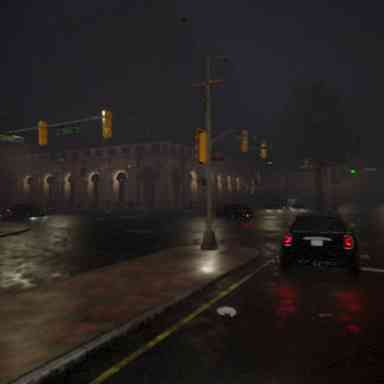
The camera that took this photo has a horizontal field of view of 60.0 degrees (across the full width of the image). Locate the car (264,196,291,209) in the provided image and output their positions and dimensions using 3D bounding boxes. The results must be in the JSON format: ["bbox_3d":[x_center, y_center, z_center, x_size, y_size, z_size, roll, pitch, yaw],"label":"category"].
[{"bbox_3d":[13.748,1.650,53.138,2.150,2.045,5.566,-1,-1,28],"label":"car"}]

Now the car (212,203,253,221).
[{"bbox_3d":[3.604,1.791,30.411,1.837,1.490,4.892,1,-1,-28],"label":"car"}]

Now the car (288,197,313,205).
[{"bbox_3d":[16.867,1.930,51.541,2.033,1.411,5.357,-1,-1,28],"label":"car"}]

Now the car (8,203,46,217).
[{"bbox_3d":[-19.198,2.094,38.634,4.892,1.490,1.837,-1,-1,28],"label":"car"}]

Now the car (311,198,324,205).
[{"bbox_3d":[26.228,2.032,69.252,1.994,1.385,4.181,-1,-1,28],"label":"car"}]

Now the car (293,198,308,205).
[{"bbox_3d":[23.295,2.068,71.192,2.033,1.411,5.357,-1,-1,28],"label":"car"}]

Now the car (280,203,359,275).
[{"bbox_3d":[4.285,1.430,11.092,2.097,1.767,4.553,-1,-1,24],"label":"car"}]

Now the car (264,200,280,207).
[{"bbox_3d":[15.044,2.110,62.532,1.895,1.301,4.718,-1,-1,28],"label":"car"}]

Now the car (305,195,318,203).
[{"bbox_3d":[21.563,1.653,60.436,2.150,2.045,5.566,-1,-1,28],"label":"car"}]
